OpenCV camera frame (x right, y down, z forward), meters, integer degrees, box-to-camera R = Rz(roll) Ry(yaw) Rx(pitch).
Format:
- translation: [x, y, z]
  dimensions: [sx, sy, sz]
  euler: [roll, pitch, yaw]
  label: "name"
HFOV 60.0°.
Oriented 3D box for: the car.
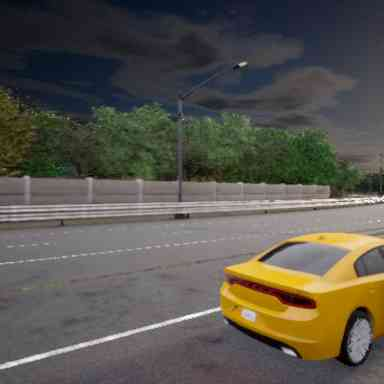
- translation: [2.763, 1.478, 5.841]
  dimensions: [5.008, 1.535, 1.882]
  euler: [0, 0, -35]
  label: "car"
